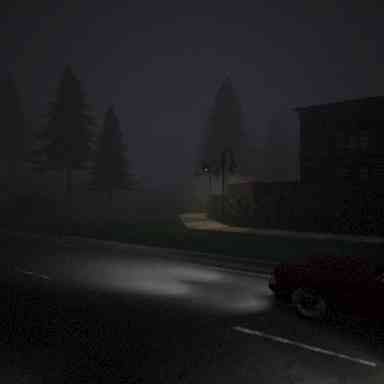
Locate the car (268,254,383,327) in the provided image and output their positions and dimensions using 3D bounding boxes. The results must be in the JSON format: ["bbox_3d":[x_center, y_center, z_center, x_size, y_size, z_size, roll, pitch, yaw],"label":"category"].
[{"bbox_3d":[3.780,1.601,5.587,4.718,1.301,1.895,0,0,36],"label":"car"}]
